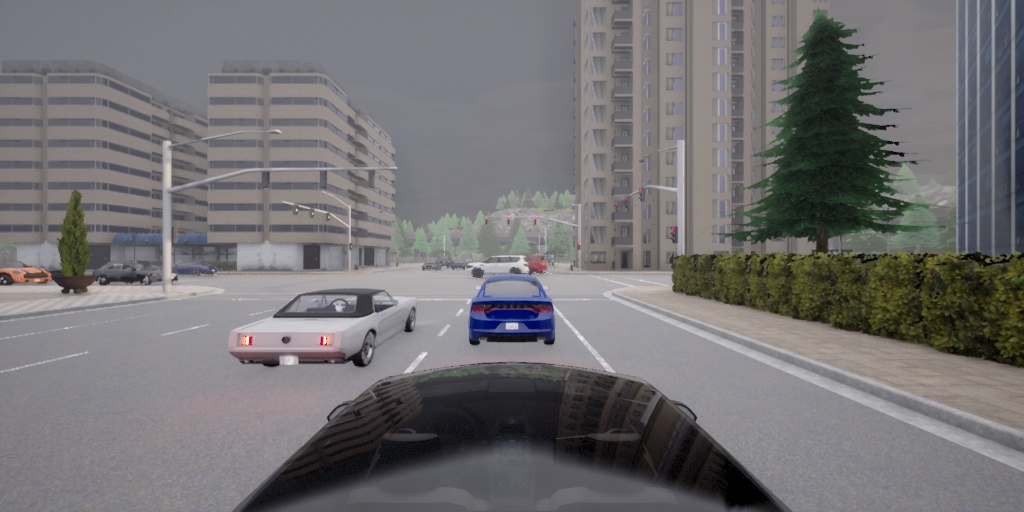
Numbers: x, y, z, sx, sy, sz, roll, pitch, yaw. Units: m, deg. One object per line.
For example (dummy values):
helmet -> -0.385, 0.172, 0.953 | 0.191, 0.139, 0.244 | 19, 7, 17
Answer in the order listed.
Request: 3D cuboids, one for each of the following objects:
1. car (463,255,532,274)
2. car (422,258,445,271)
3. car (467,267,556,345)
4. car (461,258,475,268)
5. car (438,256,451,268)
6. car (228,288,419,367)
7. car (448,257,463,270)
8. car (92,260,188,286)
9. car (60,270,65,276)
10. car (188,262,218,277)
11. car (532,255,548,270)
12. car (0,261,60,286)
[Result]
car -> -1.240, 0.964, 31.989 | 5.566, 2.045, 2.150 | 0, 0, 0
car -> -11.010, 1.304, 49.391 | 1.994, 1.385, 4.181 | 0, 0, 0
car -> -0.004, 1.226, 9.521 | 1.882, 1.535, 5.008 | 0, 0, 0
car -> -7.610, 1.215, 62.625 | 1.882, 1.535, 5.008 | 0, 0, 0
car -> -11.093, 0.960, 58.748 | 2.150, 2.045, 5.566 | 0, 0, 0
car -> -3.497, 1.350, 7.855 | 1.895, 1.301, 4.718 | 0, 0, 0
car -> -7.523, 1.287, 52.285 | 2.033, 1.411, 5.357 | 0, 0, 0
car -> -25.947, 1.237, 24.792 | 4.902, 1.511, 2.128 | 0, 0, 1
car -> -38.615, 1.345, 28.329 | 4.718, 1.301, 1.895 | 0, 0, 0
car -> -31.871, 1.268, 35.521 | 4.674, 1.442, 1.812 | 0, 0, 0
car -> 1.307, 0.963, 39.142 | 5.566, 2.045, 2.150 | 0, 1, 42
car -> -35.099, 1.097, 24.821 | 4.553, 1.767, 2.097 | 0, 0, 0
